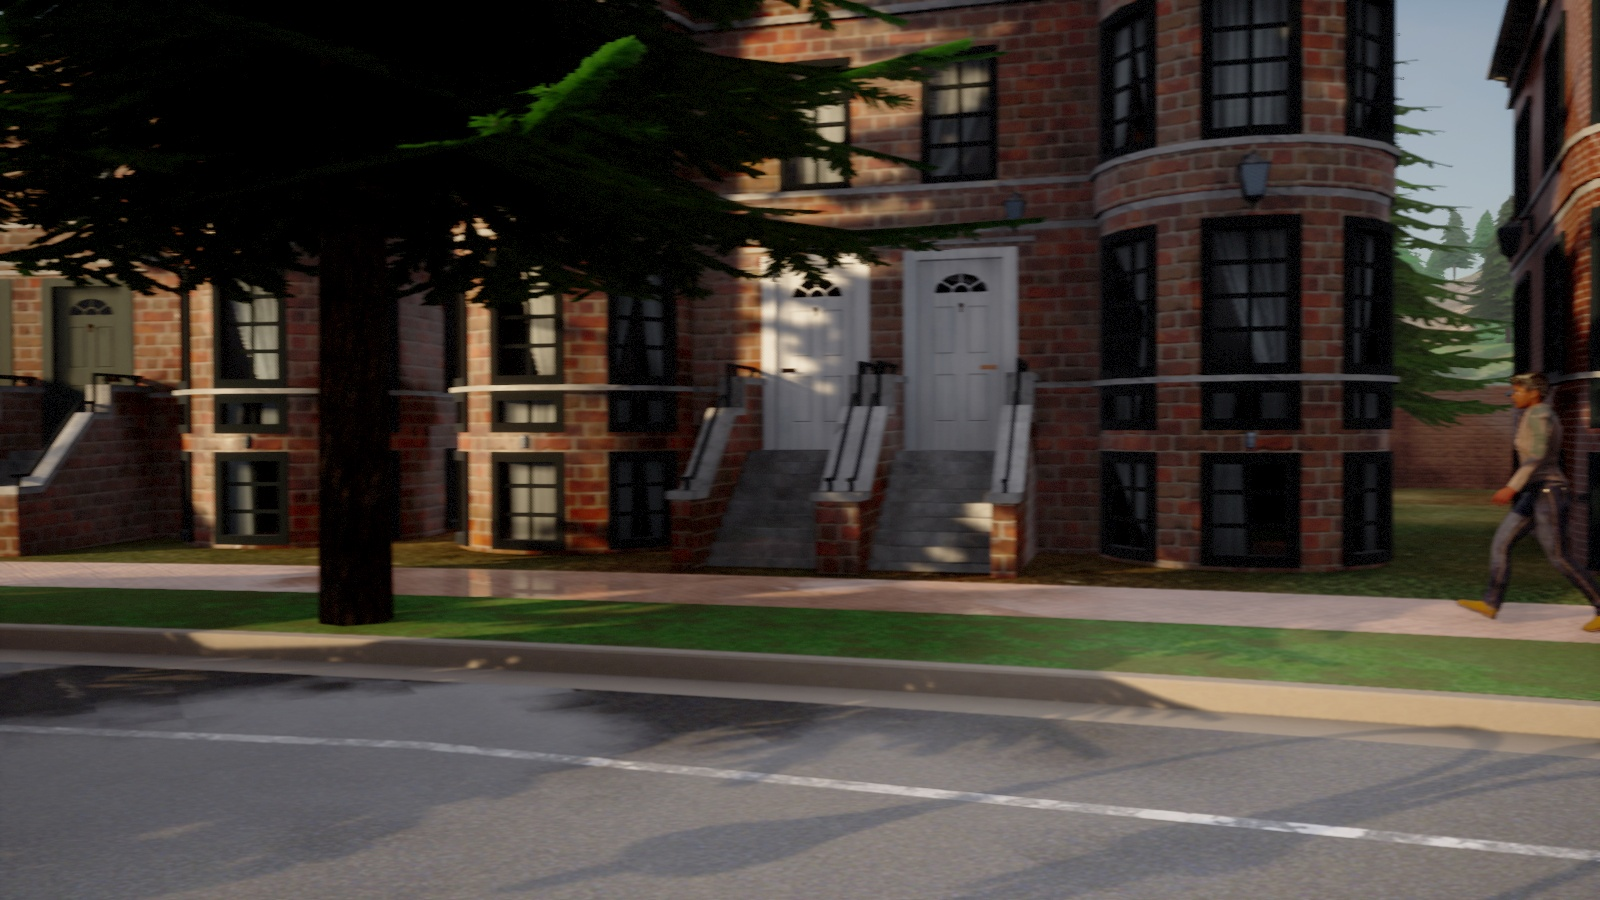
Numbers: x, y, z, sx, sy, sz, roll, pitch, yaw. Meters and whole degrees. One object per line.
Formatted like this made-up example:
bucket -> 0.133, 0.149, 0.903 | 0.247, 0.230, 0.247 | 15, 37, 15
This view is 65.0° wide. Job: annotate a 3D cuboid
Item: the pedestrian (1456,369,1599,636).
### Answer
pedestrian -> 5.101, 0.348, 8.797 | 0.869, 1.805, 0.328 | 1, 1, 28
